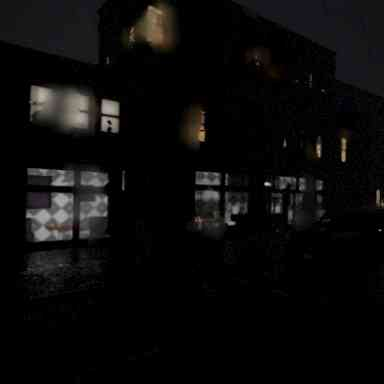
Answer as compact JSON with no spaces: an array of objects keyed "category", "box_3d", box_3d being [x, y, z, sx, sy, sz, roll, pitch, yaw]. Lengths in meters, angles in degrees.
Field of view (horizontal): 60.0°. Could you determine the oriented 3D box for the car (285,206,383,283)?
[{"category":"car","box_3d":[5.074,1.385,10.155,5.009,1.841,2.192,0,1,-35]}]
